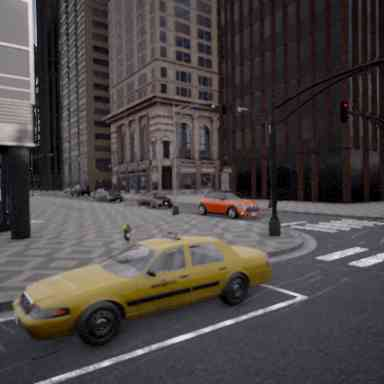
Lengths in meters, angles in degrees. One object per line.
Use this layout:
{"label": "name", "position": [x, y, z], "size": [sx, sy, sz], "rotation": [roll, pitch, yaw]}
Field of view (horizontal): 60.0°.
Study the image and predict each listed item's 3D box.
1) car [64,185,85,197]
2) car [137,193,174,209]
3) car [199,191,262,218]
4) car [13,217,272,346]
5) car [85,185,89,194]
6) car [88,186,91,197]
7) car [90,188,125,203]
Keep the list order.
{"label": "car", "position": [-18.762, -0.158, 51.814], "size": [1.837, 1.490, 4.892], "rotation": [-2, 2, -36]}
{"label": "car", "position": [-3.351, 0.749, 30.112], "size": [1.994, 1.385, 4.181], "rotation": [-2, 2, -35]}
{"label": "car", "position": [2.453, 0.730, 21.987], "size": [2.097, 1.767, 4.553], "rotation": [-2, 2, -36]}
{"label": "car", "position": [-0.589, 1.459, 6.226], "size": [4.829, 1.417, 1.752], "rotation": [-2, 1, -35]}
{"label": "car", "position": [-19.248, -0.249, 57.654], "size": [2.150, 2.045, 5.566], "rotation": [-2, 2, -36]}
{"label": "car", "position": [-13.281, 0.191, 49.397], "size": [1.882, 1.535, 5.008], "rotation": [-2, 2, -35]}
{"label": "car", "position": [-9.689, 0.525, 38.978], "size": [2.033, 1.411, 5.357], "rotation": [-2, 2, -35]}
